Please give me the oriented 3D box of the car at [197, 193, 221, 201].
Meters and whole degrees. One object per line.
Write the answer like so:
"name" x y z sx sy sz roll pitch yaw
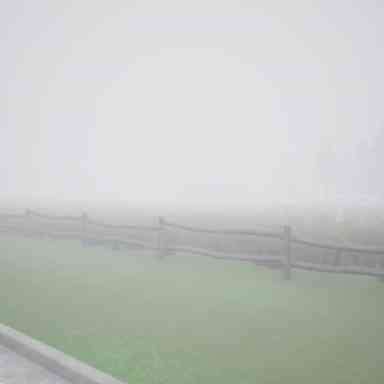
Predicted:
"car" 3.331 1.048 63.697 4.605 1.855 1.932 0 0 35
